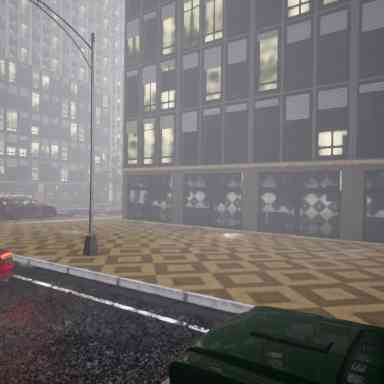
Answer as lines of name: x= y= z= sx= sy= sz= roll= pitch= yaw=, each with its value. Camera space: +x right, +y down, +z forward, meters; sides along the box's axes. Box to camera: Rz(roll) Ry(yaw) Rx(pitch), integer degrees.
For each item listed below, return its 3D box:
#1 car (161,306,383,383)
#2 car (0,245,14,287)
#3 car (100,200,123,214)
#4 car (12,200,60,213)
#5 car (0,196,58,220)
car: x=2.056 y=1.601 z=2.220 sx=4.718 sy=1.301 sz=1.895 roll=0 pitch=0 yaw=35
car: x=-6.057 y=1.521 z=7.965 sx=4.674 sy=1.442 sz=1.812 roll=0 pitch=0 yaw=35
car: x=-8.035 y=1.830 z=39.135 sx=1.752 sy=1.417 sz=4.829 roll=1 pitch=0 yaw=36
car: x=-18.331 y=1.643 z=39.271 sx=1.752 sy=1.417 sz=4.829 roll=1 pitch=0 yaw=36
car: x=-14.808 y=1.519 z=29.905 sx=2.192 sy=1.841 sz=5.009 roll=1 pitch=0 yaw=36
